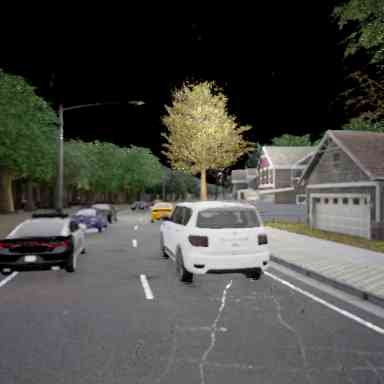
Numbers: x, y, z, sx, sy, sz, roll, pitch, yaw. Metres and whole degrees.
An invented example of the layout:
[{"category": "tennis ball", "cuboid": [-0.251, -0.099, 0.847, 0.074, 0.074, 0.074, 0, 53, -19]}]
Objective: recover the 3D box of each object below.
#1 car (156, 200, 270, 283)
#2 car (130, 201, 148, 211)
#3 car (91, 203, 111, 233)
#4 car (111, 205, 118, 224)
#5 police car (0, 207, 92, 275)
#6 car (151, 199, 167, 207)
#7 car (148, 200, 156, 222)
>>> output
[{"category": "car", "cuboid": [0.386, 1.302, 10.220, 2.150, 2.045, 5.566, 0, 0, -13]}, {"category": "car", "cuboid": [-6.973, 1.918, 45.165, 1.895, 1.301, 4.718, 0, 0, 2]}, {"category": "car", "cuboid": [-6.333, 1.660, 20.601, 1.812, 1.442, 4.674, 0, 0, -8]}, {"category": "car", "cuboid": [-7.082, 1.655, 26.527, 1.882, 1.535, 5.008, 0, 0, -6]}, {"category": "police car", "cuboid": [-4.602, 1.492, 10.912, 1.930, 1.638, 5.238, 0, 0, -12]}, {"category": "car", "cuboid": [-6.031, 2.061, 61.002, 1.994, 1.385, 4.181, 0, -1, 7]}, {"category": "car", "cuboid": [-2.490, 1.684, 28.311, 1.882, 1.535, 5.008, 0, 0, -6]}]
